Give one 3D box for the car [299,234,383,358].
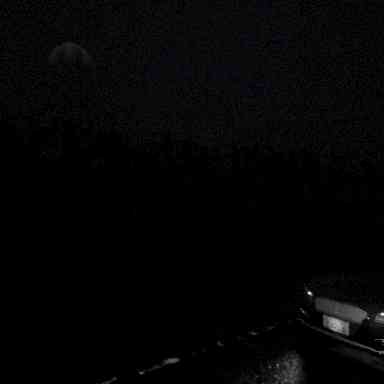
[{"bbox_3d":[3.915,1.523,5.875,4.902,1.511,2.128,0,0,-36],"label":"car"}]
